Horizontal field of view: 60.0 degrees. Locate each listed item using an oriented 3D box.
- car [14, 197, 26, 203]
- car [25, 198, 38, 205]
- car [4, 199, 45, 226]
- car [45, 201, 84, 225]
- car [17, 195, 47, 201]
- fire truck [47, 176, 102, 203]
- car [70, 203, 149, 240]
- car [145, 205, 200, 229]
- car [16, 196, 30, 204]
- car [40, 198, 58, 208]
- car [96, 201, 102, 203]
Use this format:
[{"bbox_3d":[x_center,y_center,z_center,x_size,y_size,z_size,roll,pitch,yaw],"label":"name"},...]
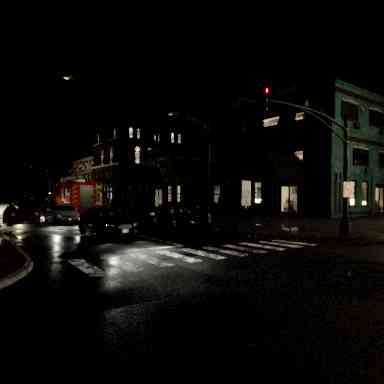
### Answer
[{"bbox_3d":[-42.983,2.051,82.990,2.008,1.369,4.403,1,-1,-35],"label":"car"},{"bbox_3d":[-33.588,1.945,69.447,1.752,1.417,4.829,1,-1,-35],"label":"car"},{"bbox_3d":[-12.008,1.492,23.407,1.967,1.590,4.097,1,-1,-35],"label":"car"},{"bbox_3d":[-9.763,1.618,24.950,1.812,1.442,4.674,1,-1,-35],"label":"car"},{"bbox_3d":[-16.824,1.375,35.151,2.150,2.045,5.566,1,-1,-35],"label":"car"},{"bbox_3d":[-11.860,0.519,33.456,2.891,3.827,8.468,1,-1,-35],"label":"fire truck"},{"bbox_3d":[-4.464,1.541,17.308,2.128,1.511,4.902,1,-1,-35],"label":"car"},{"bbox_3d":[-1.183,1.701,22.955,2.008,1.369,4.403,1,-1,-35],"label":"car"},{"bbox_3d":[-39.818,1.788,78.432,2.192,1.841,5.009,1,-1,-35],"label":"car"},{"bbox_3d":[-24.000,1.778,55.624,1.967,1.590,4.097,1,-1,-35],"label":"car"},{"bbox_3d":[-7.431,1.783,31.962,1.802,1.307,4.206,1,-1,-35],"label":"car"}]
